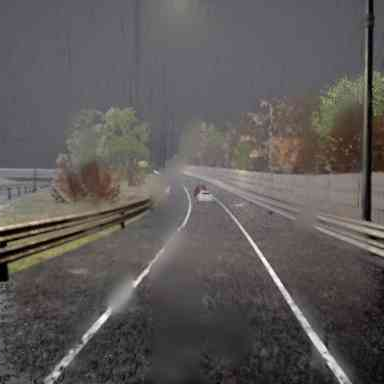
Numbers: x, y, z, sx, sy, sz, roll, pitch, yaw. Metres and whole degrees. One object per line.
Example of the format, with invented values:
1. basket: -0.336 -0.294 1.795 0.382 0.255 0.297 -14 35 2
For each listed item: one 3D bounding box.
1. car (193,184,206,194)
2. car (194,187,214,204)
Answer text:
1. car: 1.234 -0.412 50.191 2.097 1.767 4.553 0 5 -3
2. car: 1.539 0.537 39.369 1.812 1.442 4.674 0 4 -1
